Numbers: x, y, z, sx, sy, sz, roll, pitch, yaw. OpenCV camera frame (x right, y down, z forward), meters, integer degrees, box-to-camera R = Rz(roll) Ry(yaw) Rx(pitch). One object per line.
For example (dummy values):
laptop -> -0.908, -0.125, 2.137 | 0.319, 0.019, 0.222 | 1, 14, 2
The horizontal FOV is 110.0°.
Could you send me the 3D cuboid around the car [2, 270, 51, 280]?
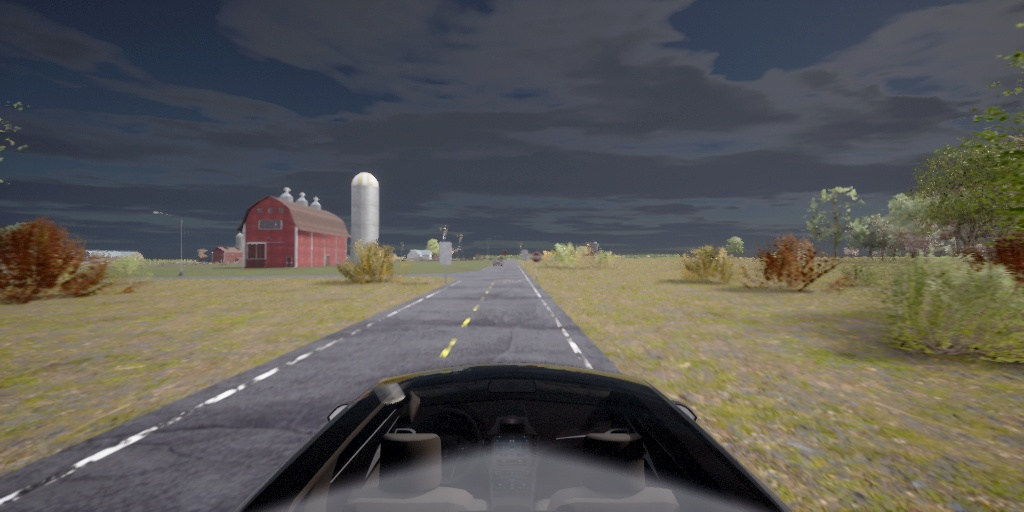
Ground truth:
car -> -51.919, 1.937, 38.636 | 4.181, 1.385, 1.994 | -1, -1, 0
